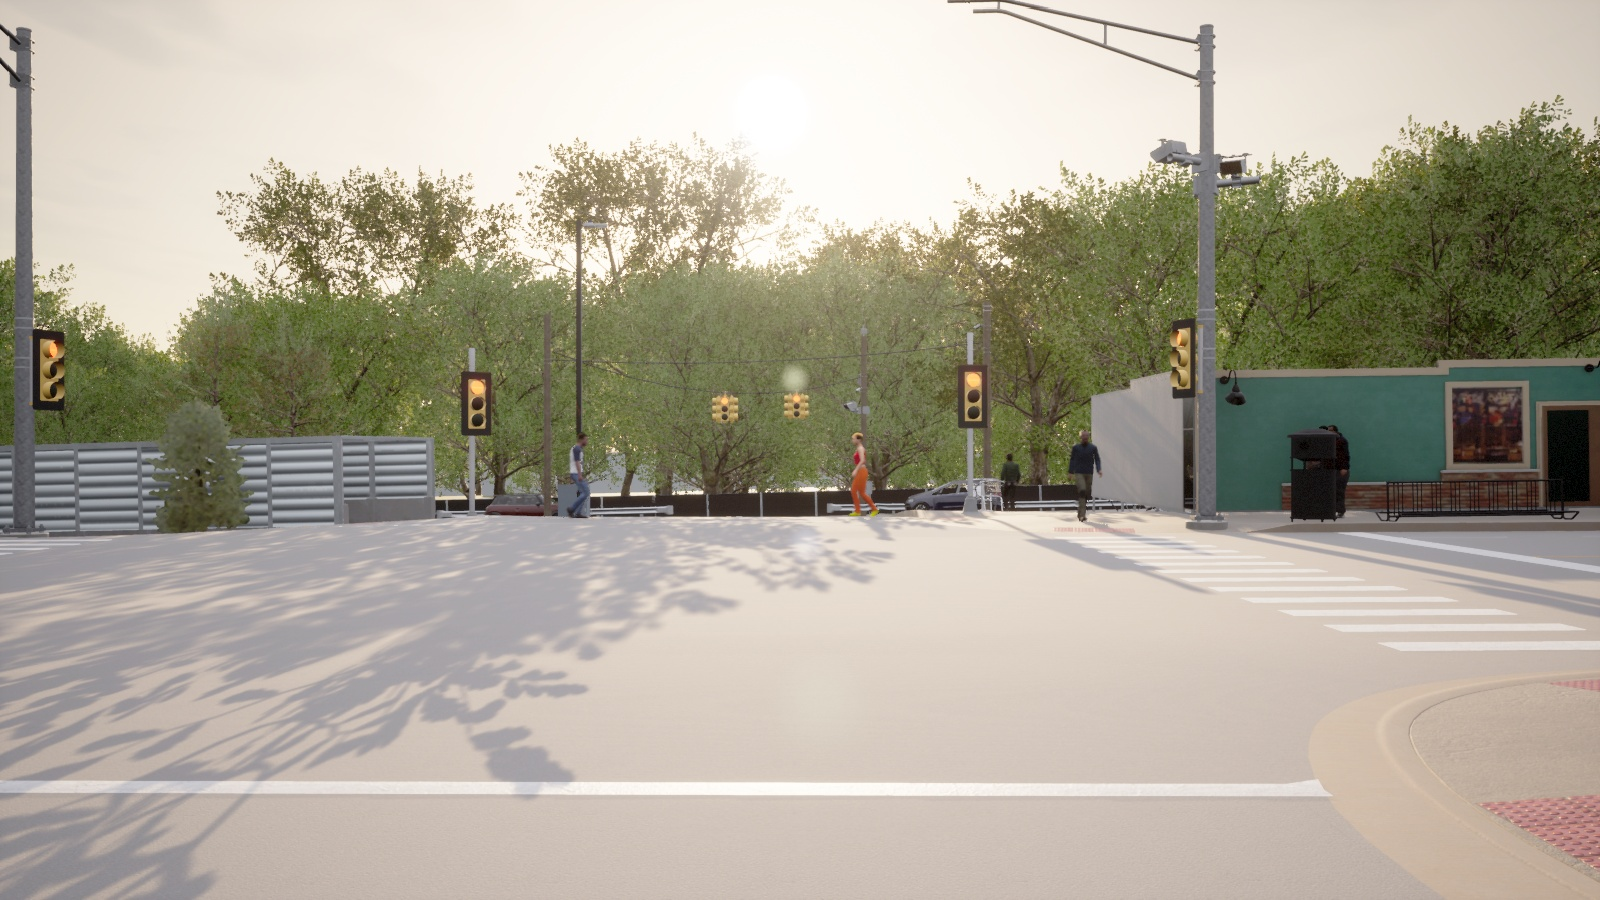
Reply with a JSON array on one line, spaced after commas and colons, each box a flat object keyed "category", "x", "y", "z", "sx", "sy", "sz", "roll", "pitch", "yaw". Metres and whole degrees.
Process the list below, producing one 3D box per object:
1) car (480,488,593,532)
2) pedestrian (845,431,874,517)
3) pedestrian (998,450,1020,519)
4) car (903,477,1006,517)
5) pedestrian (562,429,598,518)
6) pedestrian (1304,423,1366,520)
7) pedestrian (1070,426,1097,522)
[{"category": "car", "x": -11.976, "y": 2.721, "z": 57.294, "sx": 4.553, "sy": 1.767, "sz": 2.097, "roll": -1, "pitch": 0, "yaw": 6}, {"category": "pedestrian", "x": 1.281, "y": 0.518, "z": 27.138, "sx": 0.594, "sy": 1.836, "sz": 0.345, "roll": 0, "pitch": 0, "yaw": -4}, {"category": "pedestrian", "x": 5.988, "y": 0.982, "z": 36.060, "sx": 0.423, "sy": 1.949, "sz": 0.788, "roll": 0, "pitch": 0, "yaw": -6}, {"category": "car", "x": 7.189, "y": 2.190, "z": 58.496, "sx": 4.611, "sy": 1.667, "sz": 2.242, "roll": -2, "pitch": 0, "yaw": 8}, {"category": "pedestrian", "x": -4.580, "y": 0.479, "z": 26.140, "sx": 0.706, "sy": 1.836, "sz": 0.354, "roll": 0, "pitch": 0, "yaw": -6}, {"category": "pedestrian", "x": 10.333, "y": 0.412, "z": 24.261, "sx": 0.899, "sy": 1.844, "sz": 0.634, "roll": 0, "pitch": 0, "yaw": -17}, {"category": "pedestrian", "x": 5.501, "y": 0.458, "z": 24.374, "sx": 0.402, "sy": 1.842, "sz": 0.726, "roll": 0, "pitch": 0, "yaw": 3}]
